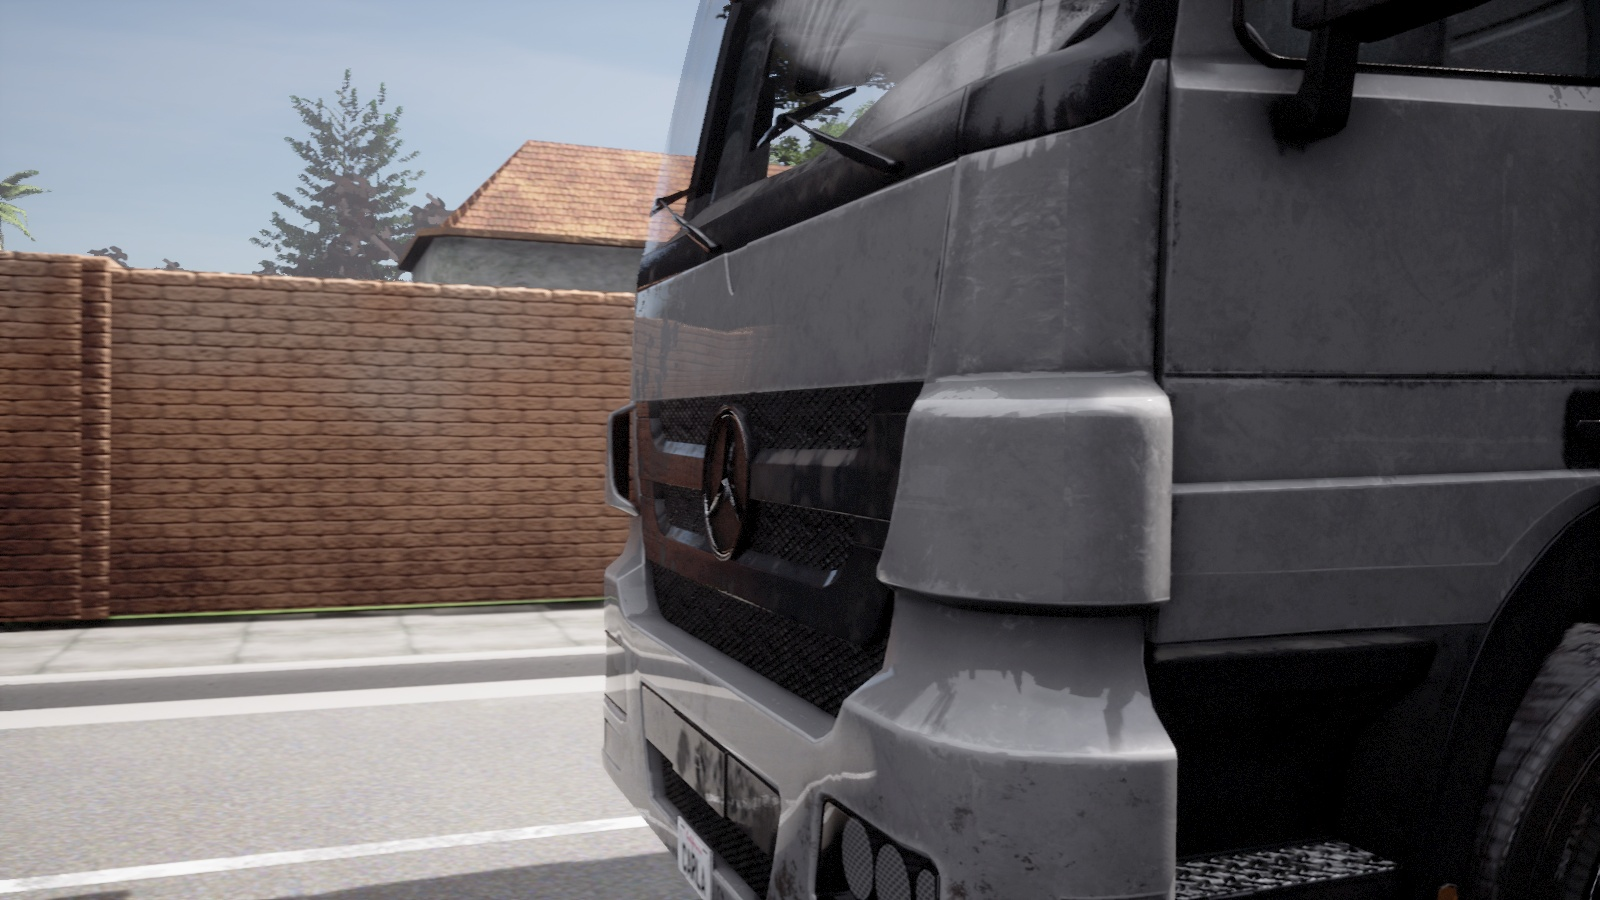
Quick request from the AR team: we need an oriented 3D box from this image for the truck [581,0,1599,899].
[{"bbox_3d":[3.459,-0.295,4.540,7.936,3.462,2.891,-1,1,-21],"label":"truck"}]
